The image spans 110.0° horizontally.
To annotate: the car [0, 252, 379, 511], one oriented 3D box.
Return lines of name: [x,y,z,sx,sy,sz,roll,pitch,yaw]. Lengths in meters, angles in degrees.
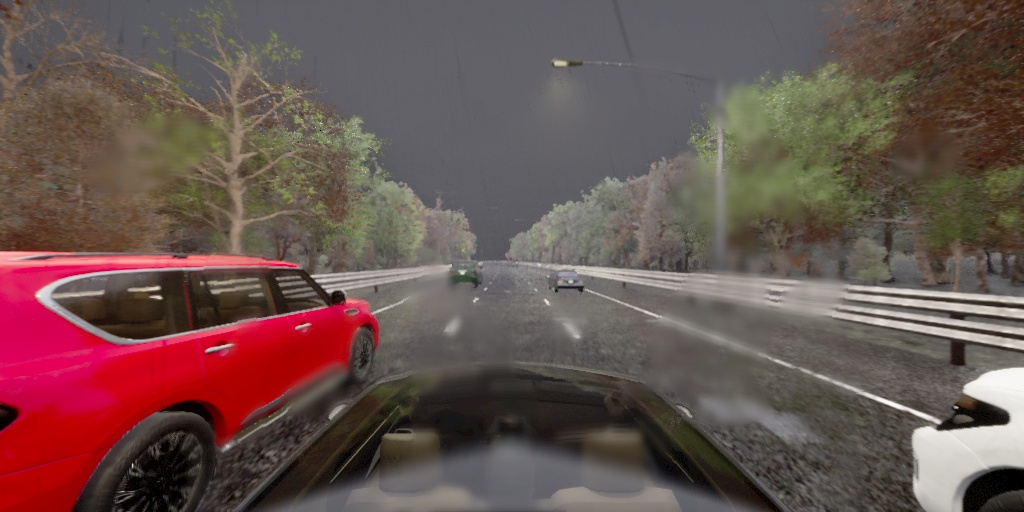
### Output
car: [-3.417,1.007,3.982,2.150,2.045,5.566,0,-1,0]

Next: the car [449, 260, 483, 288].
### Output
car: [-3.548,1.357,28.191,2.150,2.045,5.566,0,-1,-1]

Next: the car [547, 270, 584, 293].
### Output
car: [3.494,1.621,23.950,2.033,1.411,5.357,0,-1,0]
